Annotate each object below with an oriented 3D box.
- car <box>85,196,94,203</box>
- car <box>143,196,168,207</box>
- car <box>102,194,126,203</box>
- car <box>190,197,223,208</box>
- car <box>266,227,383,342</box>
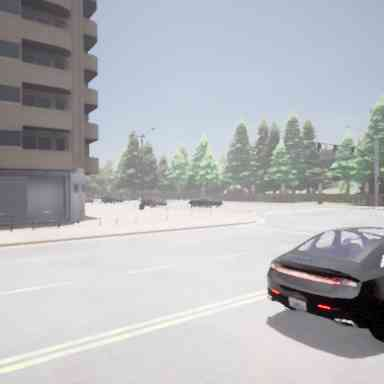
[{"bbox_3d":[-19.298,1.287,58.158,4.674,1.442,1.812,0,0,25],"label":"car"},{"bbox_3d":[-4.978,1.266,44.868,1.994,1.385,4.181,-1,0,-37],"label":"car"},{"bbox_3d":[-13.892,1.198,58.883,4.892,1.490,1.837,-1,0,33],"label":"car"},{"bbox_3d":[1.796,1.263,41.457,1.895,1.301,4.718,-1,0,-35],"label":"car"},{"bbox_3d":[3.543,1.420,6.320,4.902,1.511,2.128,-1,0,-35],"label":"car"}]
